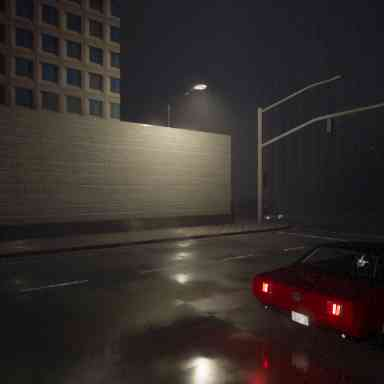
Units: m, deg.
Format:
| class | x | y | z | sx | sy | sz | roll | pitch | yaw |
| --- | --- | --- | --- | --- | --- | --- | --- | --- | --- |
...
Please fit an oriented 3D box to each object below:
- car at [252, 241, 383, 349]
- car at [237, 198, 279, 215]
| class | x | y | z | sx | sy | sz | roll | pitch | yaw |
| --- | --- | --- | --- | --- | --- | --- | --- | --- | --- |
| car | 3.440 | 1.601 | 6.238 | 4.718 | 1.301 | 1.895 | 0 | 0 | -35 |
| car | 6.848 | 1.407 | 34.698 | 2.097 | 1.767 | 4.553 | 0 | 0 | -35 |
